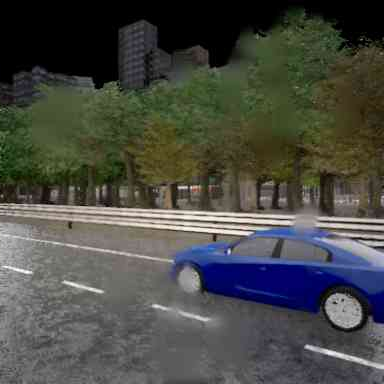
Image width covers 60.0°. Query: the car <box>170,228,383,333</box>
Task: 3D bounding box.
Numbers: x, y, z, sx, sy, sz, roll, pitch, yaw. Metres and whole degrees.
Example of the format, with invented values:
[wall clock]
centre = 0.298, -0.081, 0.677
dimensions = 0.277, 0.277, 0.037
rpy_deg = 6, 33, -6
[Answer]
[car]
centre = 1.787, 1.495, 6.893
dimensions = 5.008, 1.535, 1.882
rpy_deg = 0, 0, 36
